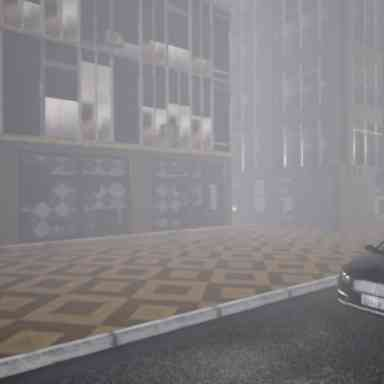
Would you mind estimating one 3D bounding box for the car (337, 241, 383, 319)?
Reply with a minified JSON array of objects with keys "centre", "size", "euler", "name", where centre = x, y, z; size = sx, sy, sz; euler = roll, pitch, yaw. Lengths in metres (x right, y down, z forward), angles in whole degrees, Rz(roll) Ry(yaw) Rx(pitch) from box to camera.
[{"centre":[4.951,1.530,6.829],"size":[4.902,1.511,2.128],"euler":[0,0,-35],"name":"car"}]
